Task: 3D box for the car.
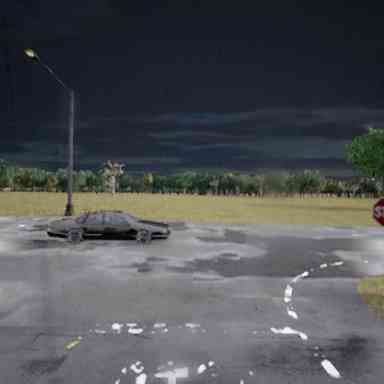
[{"bbox_3d":[-3.708,1.577,15.216,5.357,1.411,2.033,1,0,0],"label":"car"}]
